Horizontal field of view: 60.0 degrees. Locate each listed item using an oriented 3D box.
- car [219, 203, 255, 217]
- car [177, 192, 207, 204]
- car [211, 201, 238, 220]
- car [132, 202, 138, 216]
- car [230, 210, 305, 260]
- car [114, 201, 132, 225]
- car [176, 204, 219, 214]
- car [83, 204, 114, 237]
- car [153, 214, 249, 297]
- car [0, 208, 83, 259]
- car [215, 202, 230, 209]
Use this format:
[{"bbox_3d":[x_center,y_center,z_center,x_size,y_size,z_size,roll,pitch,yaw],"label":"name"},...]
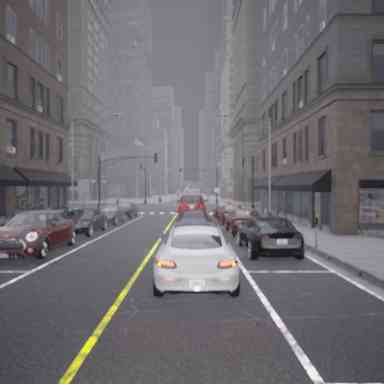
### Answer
[{"bbox_3d":[2.743,1.526,17.693,1.887,1.381,4.507,-1,0,0],"label":"car"},{"bbox_3d":[-0.013,1.195,26.305,2.150,2.045,5.566,0,0,0],"label":"car"},{"bbox_3d":[2.738,1.516,28.704,1.887,1.381,4.507,-1,0,0],"label":"car"},{"bbox_3d":[-5.787,1.516,28.701,1.887,1.381,4.507,-1,0,0],"label":"car"},{"bbox_3d":[2.745,1.552,12.189,1.947,1.339,4.313,-1,0,0],"label":"car"},{"bbox_3d":[-5.785,1.527,23.195,2.008,1.369,4.403,-1,0,0],"label":"car"},{"bbox_3d":[0.088,1.546,16.918,1.994,1.385,4.181,0,0,0],"label":"car"},{"bbox_3d":[-5.782,1.547,17.690,1.947,1.339,4.313,-1,0,0],"label":"car"},{"bbox_3d":[0.096,1.516,8.432,1.812,1.442,4.674,0,0,0],"label":"car"},{"bbox_3d":[-5.781,1.427,12.184,1.967,1.590,4.097,-1,0,0],"label":"car"},{"bbox_3d":[2.740,1.521,23.199,1.887,1.381,4.507,-1,0,0],"label":"car"}]
